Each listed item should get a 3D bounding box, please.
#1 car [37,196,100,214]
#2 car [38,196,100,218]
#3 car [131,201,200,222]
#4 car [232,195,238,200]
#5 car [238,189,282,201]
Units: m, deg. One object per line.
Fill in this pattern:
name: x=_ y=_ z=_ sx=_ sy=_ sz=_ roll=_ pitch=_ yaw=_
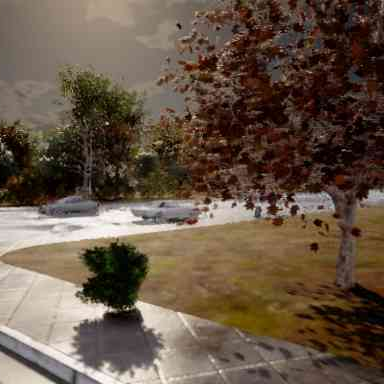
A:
car: x=-10.568 y=1.034 z=28.693 sx=4.718 sy=1.301 sz=1.895 roll=-1 pitch=2 yaw=-41
car: x=-9.277 y=1.093 z=25.118 sx=4.181 sy=1.385 sz=1.994 roll=-1 pitch=2 yaw=-41
car: x=-1.610 y=1.225 z=22.522 sx=4.718 sy=1.301 sz=1.895 roll=-2 pitch=2 yaw=-40
car: x=6.409 y=0.332 z=41.135 sx=4.181 sy=1.385 sz=1.994 roll=-3 pitch=3 yaw=-31
car: x=7.997 y=0.455 z=38.049 sx=4.718 sy=1.301 sz=1.895 roll=-3 pitch=3 yaw=-31
